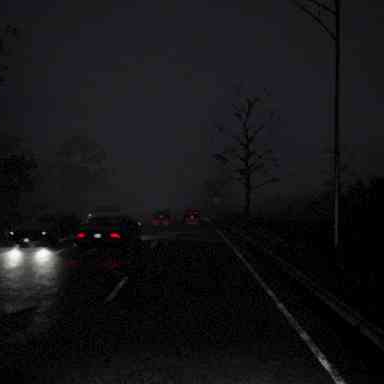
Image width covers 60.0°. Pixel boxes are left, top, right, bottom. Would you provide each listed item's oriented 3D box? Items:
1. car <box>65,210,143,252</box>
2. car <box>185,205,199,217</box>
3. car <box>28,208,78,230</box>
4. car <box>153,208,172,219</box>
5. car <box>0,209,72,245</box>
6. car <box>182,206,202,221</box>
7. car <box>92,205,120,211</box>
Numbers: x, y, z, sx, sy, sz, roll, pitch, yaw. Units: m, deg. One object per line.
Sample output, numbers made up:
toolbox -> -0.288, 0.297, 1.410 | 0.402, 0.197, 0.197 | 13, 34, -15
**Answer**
car -> -3.389, 1.685, 14.456 | 2.033, 1.411, 5.357 | 0, -1, 0
car -> 0.044, 2.730, 48.309 | 1.882, 1.535, 5.008 | 0, -2, 0
car -> -10.568, 2.018, 25.689 | 1.812, 1.442, 4.674 | 0, -2, 0
car -> -3.444, 2.571, 39.893 | 1.895, 1.301, 4.718 | 0, -2, 1
car -> -7.074, 1.752, 16.907 | 2.033, 1.411, 5.357 | 0, -2, 1
car -> 0.022, 2.351, 36.207 | 1.837, 1.490, 4.892 | 0, -2, 0
car -> -7.060, 1.898, 27.291 | 2.097, 1.767, 4.553 | 0, -2, 0
